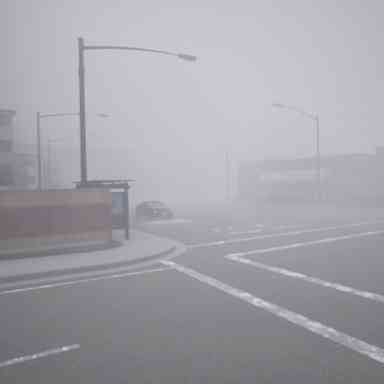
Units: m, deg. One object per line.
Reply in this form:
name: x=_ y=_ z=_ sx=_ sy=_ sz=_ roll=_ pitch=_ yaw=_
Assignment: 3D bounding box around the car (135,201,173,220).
car: x=-3.300 y=1.464 z=27.684 sx=1.812 sy=1.442 sz=4.674 roll=-1 pitch=1 yaw=-31
